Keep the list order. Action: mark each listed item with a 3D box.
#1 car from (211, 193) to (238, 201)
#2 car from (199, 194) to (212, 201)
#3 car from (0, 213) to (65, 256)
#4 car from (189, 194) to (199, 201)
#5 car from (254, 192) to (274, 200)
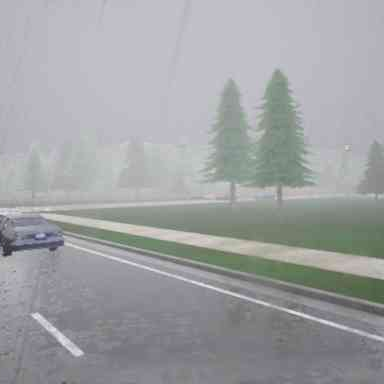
[{"bbox_3d":[6.600,1.102,64.519,4.718,1.301,1.895,-1,0,-40],"label":"car"},{"bbox_3d":[4.450,0.991,67.243,5.008,1.535,1.882,-1,1,-40],"label":"car"},{"bbox_3d":[-6.827,1.552,13.230,2.033,1.411,5.357,-1,1,-41],"label":"car"},{"bbox_3d":[1.725,1.131,69.487,4.718,1.301,1.895,-1,0,-41],"label":"car"},{"bbox_3d":[14.395,0.733,66.522,4.553,1.767,2.097,-1,1,-40],"label":"car"}]
